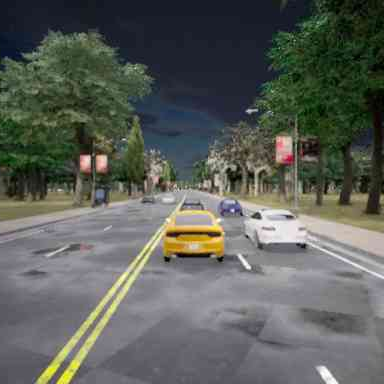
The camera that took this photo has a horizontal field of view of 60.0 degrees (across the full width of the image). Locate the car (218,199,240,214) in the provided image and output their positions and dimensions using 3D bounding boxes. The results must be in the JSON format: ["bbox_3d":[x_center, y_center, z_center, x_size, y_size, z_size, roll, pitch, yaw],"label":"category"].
[{"bbox_3d":[3.282,1.302,29.054,1.812,1.442,4.674,0,0,0],"label":"car"}]

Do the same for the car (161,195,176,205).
[{"bbox_3d":[-3.451,1.144,49.739,1.812,1.442,4.674,0,1,0],"label":"car"}]

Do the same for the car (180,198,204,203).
[{"bbox_3d":[0.031,1.277,27.990,2.128,1.511,4.902,0,1,0],"label":"car"}]

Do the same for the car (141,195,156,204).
[{"bbox_3d":[-6.700,1.152,51.577,2.033,1.411,5.357,0,0,0],"label":"car"}]

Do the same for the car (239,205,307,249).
[{"bbox_3d":[3.314,1.419,13.783,1.812,1.442,4.674,0,1,0],"label":"car"}]

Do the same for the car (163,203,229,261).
[{"bbox_3d":[0.056,1.385,11.947,1.882,1.535,5.008,0,0,0],"label":"car"}]
